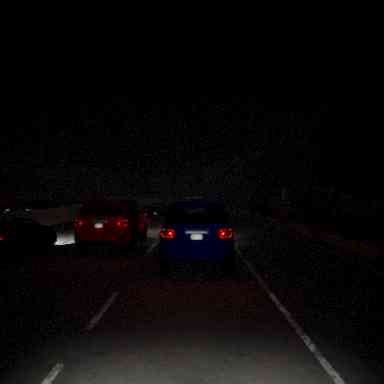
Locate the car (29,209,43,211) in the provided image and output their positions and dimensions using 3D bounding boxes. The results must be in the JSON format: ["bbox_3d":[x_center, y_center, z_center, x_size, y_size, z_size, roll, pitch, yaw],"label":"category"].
[{"bbox_3d":[-13.959,1.550,28.384,2.097,1.767,4.553,0,0,0],"label":"car"}]

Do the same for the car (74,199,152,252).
[{"bbox_3d":[-3.334,1.325,14.634,2.150,2.045,5.566,0,0,0],"label":"car"}]

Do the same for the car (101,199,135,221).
[{"bbox_3d":[-6.753,1.567,30.695,2.097,1.767,4.553,0,0,0],"label":"car"}]

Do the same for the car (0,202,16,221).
[{"bbox_3d":[-17.458,1.691,28.514,2.128,1.511,4.902,0,0,0],"label":"car"}]

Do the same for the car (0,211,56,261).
[{"bbox_3d":[-6.846,1.653,12.695,1.994,1.385,4.181,0,0,0],"label":"car"}]

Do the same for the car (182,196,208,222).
[{"bbox_3d":[0.246,1.433,30.034,2.150,2.045,5.566,0,0,0],"label":"car"}]

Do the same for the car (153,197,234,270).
[{"bbox_3d":[0.146,1.301,11.429,2.150,2.045,5.566,0,-1,0],"label":"car"}]
